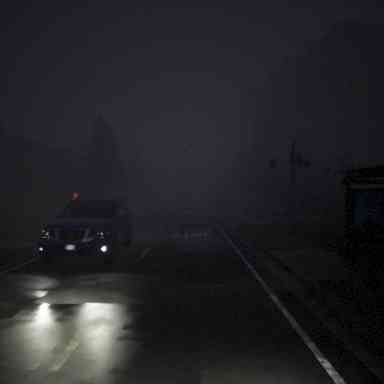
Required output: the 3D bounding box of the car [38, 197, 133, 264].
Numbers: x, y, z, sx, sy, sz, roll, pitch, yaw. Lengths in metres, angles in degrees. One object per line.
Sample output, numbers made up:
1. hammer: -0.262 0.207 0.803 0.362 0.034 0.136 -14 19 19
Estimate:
1. car: -3.542 1.229 12.236 2.150 2.045 5.566 0 0 -2
